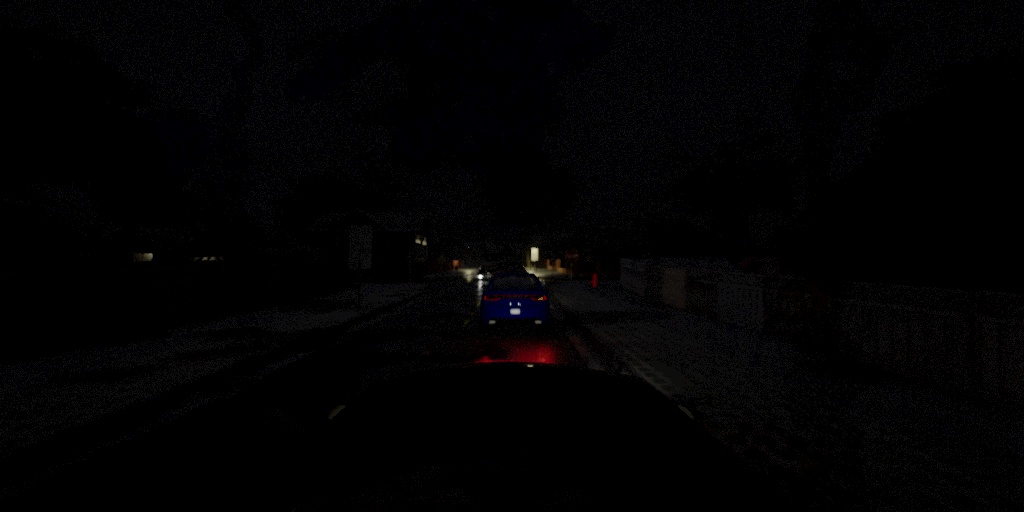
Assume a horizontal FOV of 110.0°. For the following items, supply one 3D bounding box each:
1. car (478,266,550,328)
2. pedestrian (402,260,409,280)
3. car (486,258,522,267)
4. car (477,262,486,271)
[{"bbox_3d":[0.087,1.237,11.438,1.882,1.535,5.008,0,0,0],"label":"car"},{"bbox_3d":[-9.671,1.210,32.492,0.375,1.860,0.375,0,-1,1],"label":"pedestrian"},{"bbox_3d":[-0.262,1.132,22.135,2.097,1.767,4.553,-1,0,-7],"label":"car"},{"bbox_3d":[-2.850,1.403,41.866,1.812,1.442,4.674,0,0,0],"label":"car"}]
